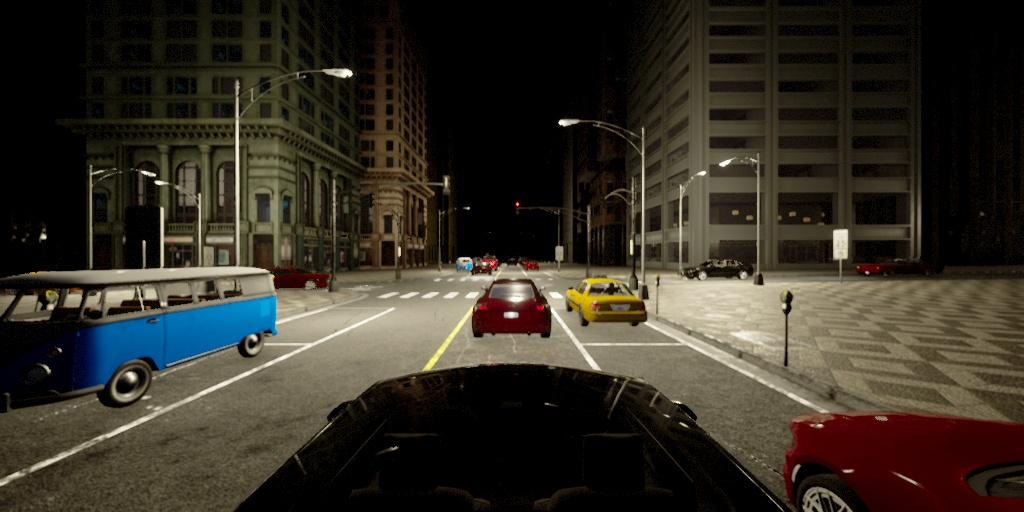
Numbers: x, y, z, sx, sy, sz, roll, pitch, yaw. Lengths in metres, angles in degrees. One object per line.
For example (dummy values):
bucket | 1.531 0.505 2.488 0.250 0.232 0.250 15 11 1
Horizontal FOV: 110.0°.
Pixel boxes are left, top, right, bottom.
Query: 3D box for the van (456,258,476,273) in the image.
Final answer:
van | -5.800 1.121 43.856 1.690 1.789 3.998 0 0 0

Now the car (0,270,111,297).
car | -29.376 1.727 23.075 5.008 1.535 1.882 -1 0 0

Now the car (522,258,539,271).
car | 2.752 1.331 49.368 1.888 1.381 4.507 0 0 0

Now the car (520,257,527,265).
car | 2.743 1.345 60.418 1.888 1.381 4.507 0 0 0

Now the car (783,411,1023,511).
car | 2.765 1.295 0.695 1.888 1.381 4.507 0 0 0

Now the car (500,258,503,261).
car | -3.091 1.406 63.989 1.895 1.301 4.718 0 0 0

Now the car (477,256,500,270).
car | -3.123 1.010 49.125 2.150 2.045 5.566 0 0 0

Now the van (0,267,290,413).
van | -5.764 1.092 5.872 1.690 1.789 3.998 0 0 0

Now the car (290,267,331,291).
car | -14.266 1.464 23.201 5.008 1.535 1.882 -1 0 -3

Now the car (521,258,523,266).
car | 2.748 1.338 54.893 1.888 1.381 4.507 0 0 0

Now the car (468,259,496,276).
car | -3.111 1.338 37.961 1.994 1.385 4.181 0 0 1

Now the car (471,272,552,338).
car | 0.029 1.318 10.214 1.994 1.385 4.181 0 0 1

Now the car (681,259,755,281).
car | 14.898 0.984 26.137 4.892 1.490 1.837 -1 0 0

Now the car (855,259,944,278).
car | 28.051 0.861 26.094 4.718 1.301 1.895 -1 0 0

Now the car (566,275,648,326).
car | 2.764 1.280 11.445 1.751 1.417 4.829 0 0 0
